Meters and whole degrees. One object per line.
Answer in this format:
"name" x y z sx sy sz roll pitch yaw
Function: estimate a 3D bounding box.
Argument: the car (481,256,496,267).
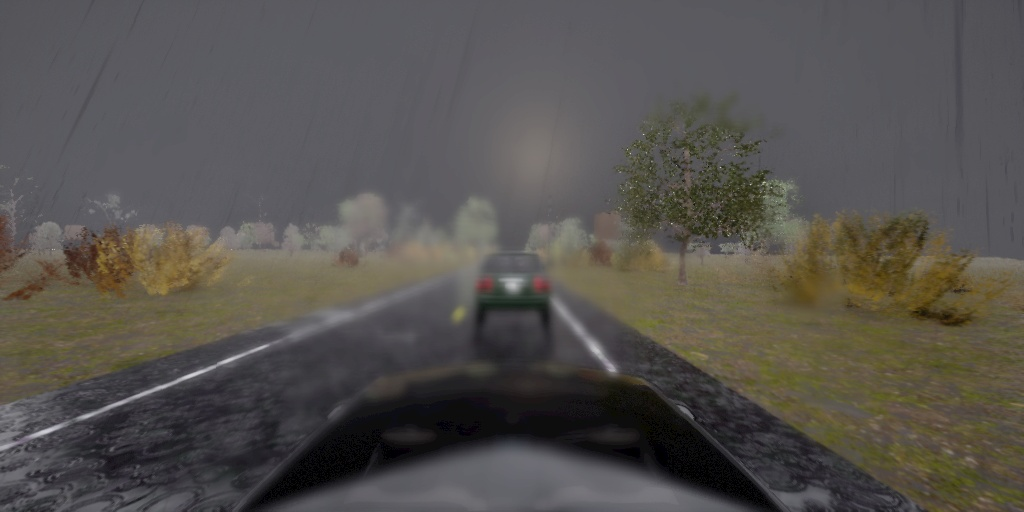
"car" -3.505 0.749 54.196 1.882 1.535 5.008 0 0 0

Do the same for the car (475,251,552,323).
"car" 0.065 0.881 11.928 2.150 2.045 5.566 0 0 1
